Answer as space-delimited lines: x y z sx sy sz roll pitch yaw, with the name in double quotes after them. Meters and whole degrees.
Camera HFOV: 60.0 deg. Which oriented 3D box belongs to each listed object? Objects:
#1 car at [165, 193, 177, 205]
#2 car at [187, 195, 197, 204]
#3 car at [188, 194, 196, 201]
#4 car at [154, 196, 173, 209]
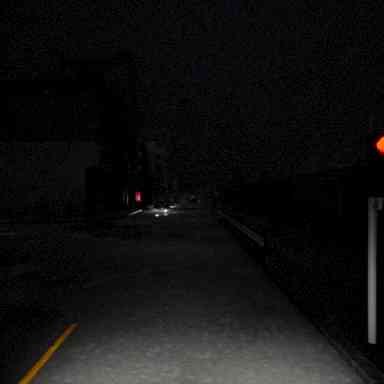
-4.042 1.352 55.416 2.097 1.767 4.553 0 0 0 "car"
0.051 1.491 66.268 2.128 1.511 4.902 0 0 0 "car"
0.057 1.310 76.688 1.882 1.535 5.008 0 0 0 "car"
-4.058 1.564 45.686 1.994 1.385 4.181 0 0 0 "car"
